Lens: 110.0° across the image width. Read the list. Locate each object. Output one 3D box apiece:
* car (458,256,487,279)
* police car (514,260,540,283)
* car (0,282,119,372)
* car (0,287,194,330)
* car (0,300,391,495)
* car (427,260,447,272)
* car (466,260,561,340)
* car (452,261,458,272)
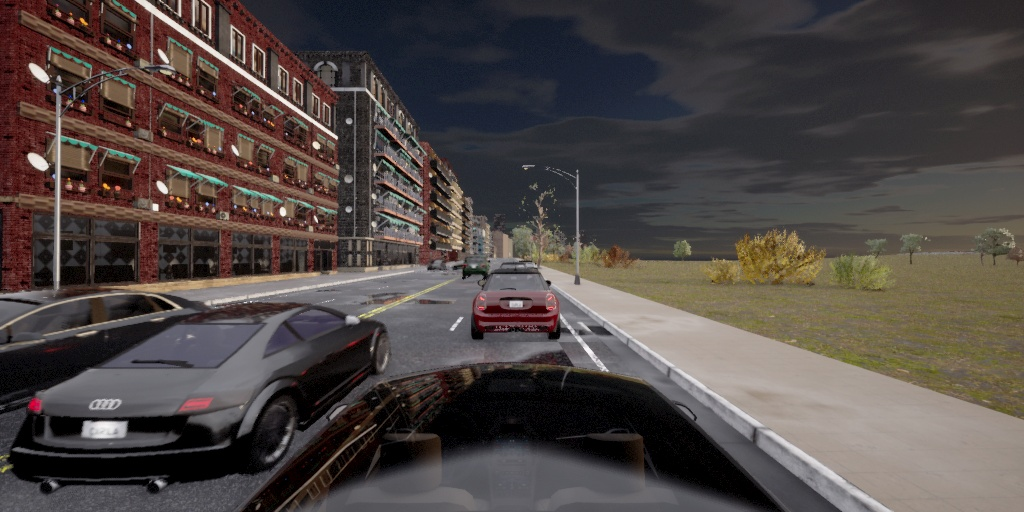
[{"bbox_3d":[-3.180,0.977,32.529,2.150,2.045,5.566,0,0,0],"label":"car"},{"bbox_3d":[1.109,1.179,29.446,1.930,1.638,5.238,0,0,0],"label":"police car"},{"bbox_3d":[-9.857,1.298,5.392,2.033,1.411,5.357,0,0,0],"label":"car"},{"bbox_3d":[-6.605,1.255,4.880,1.837,1.490,4.892,0,0,0],"label":"car"},{"bbox_3d":[-3.157,1.314,4.780,1.994,1.385,4.181,0,0,0],"label":"car"},{"bbox_3d":[-9.895,1.258,47.434,1.837,1.490,4.892,0,0,0],"label":"car"},{"bbox_3d":[0.083,1.103,10.179,2.097,1.767,4.553,0,0,0],"label":"car"},{"bbox_3d":[-6.645,1.354,47.075,1.895,1.301,4.718,0,0,0],"label":"car"}]
